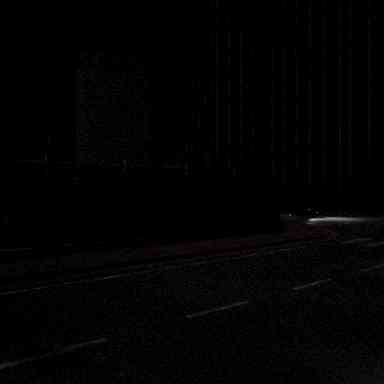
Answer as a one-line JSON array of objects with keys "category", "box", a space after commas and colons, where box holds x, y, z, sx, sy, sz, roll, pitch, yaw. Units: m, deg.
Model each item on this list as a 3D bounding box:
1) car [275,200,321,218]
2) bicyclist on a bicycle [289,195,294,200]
[{"category": "car", "box": [9.282, 1.470, 30.132, 1.812, 1.442, 4.674, 0, 0, -36]}, {"category": "bicyclist on a bicycle", "box": [13.417, 1.245, 44.950, 1.656, 1.620, 0.582, 0, 0, -36]}]
